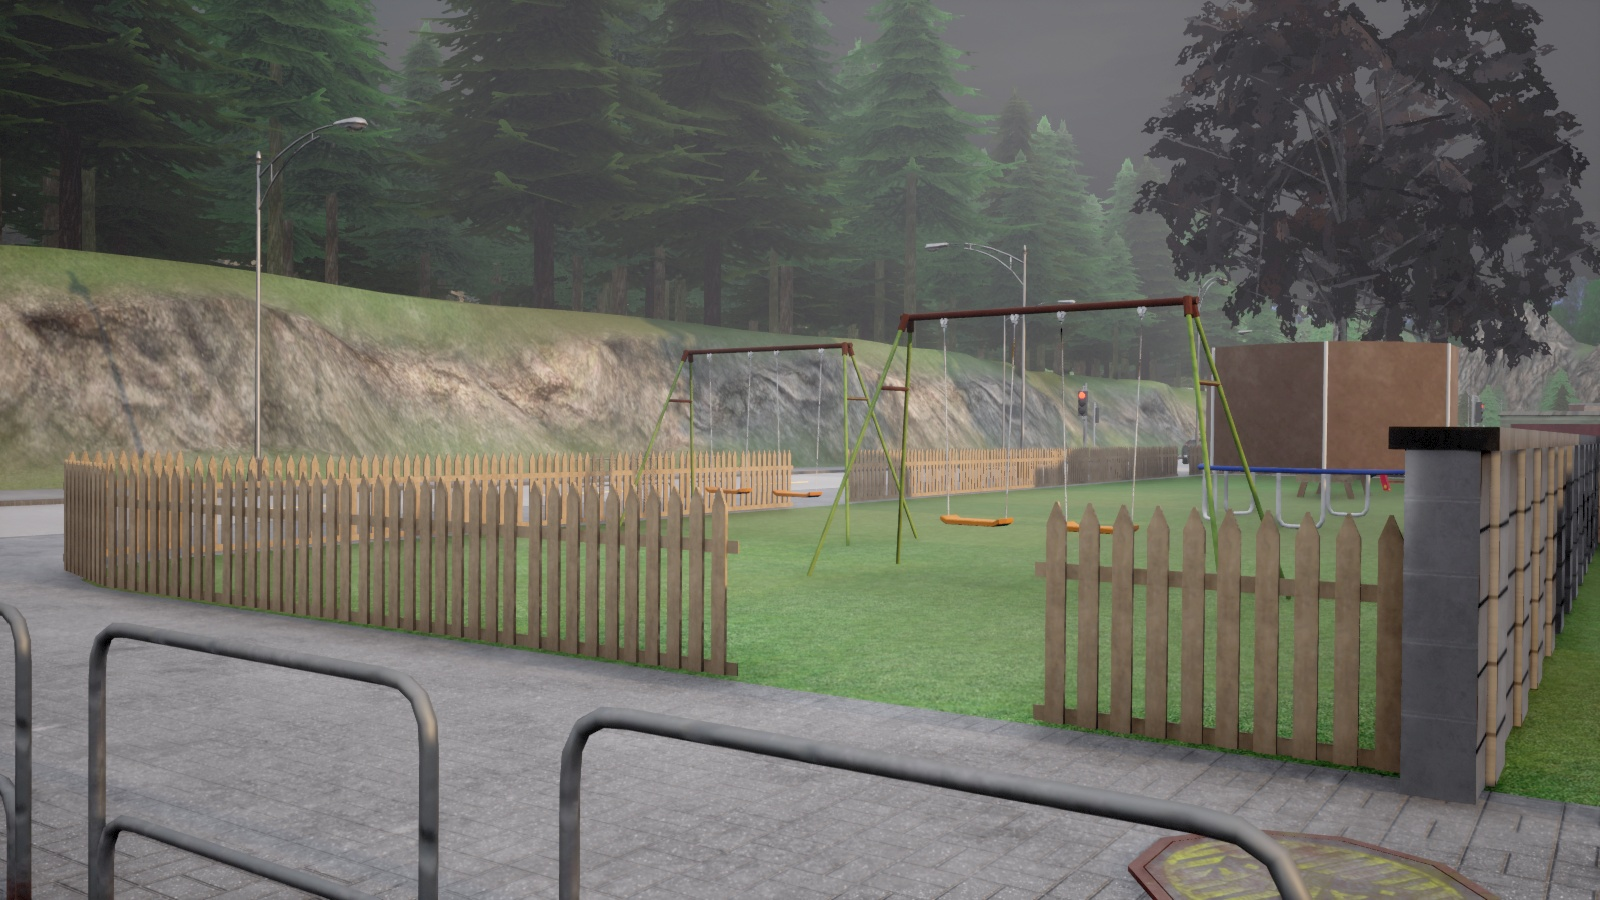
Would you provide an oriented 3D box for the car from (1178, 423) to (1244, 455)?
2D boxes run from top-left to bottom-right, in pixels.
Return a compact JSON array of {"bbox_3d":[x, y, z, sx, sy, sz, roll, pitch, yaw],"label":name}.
[{"bbox_3d":[22.104,-0.610,67.358,2.152,1.651,5.027,0,1,33],"label":"car"}]
